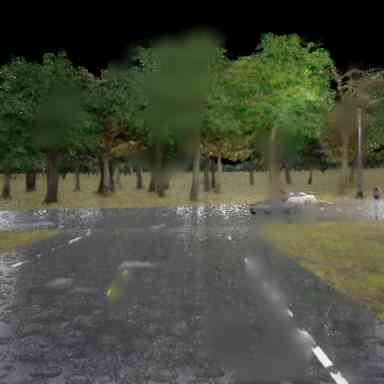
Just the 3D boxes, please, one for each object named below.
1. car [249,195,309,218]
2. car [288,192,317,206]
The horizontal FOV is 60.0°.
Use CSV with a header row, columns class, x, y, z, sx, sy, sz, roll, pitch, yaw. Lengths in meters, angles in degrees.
class,x,y,z,sx,sy,sz,roll,pitch,yaw
car,6.673,1.214,26.401,4.181,1.385,1.994,-1,3,0
car,10.049,0.747,33.378,4.674,1.442,1.812,-2,3,0
